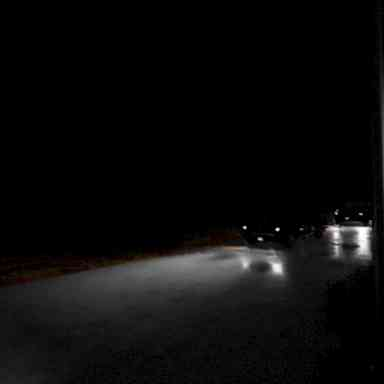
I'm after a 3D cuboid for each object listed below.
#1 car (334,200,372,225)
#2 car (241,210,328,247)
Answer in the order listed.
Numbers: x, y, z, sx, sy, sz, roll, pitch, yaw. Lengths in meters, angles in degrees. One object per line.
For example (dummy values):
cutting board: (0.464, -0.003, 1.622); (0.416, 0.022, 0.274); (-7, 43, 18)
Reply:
car: (10.922, 1.283, 21.767); (1.812, 1.442, 4.674); (-2, -1, 43)
car: (4.112, 1.473, 14.418); (1.895, 1.301, 4.718); (-2, -1, 43)
